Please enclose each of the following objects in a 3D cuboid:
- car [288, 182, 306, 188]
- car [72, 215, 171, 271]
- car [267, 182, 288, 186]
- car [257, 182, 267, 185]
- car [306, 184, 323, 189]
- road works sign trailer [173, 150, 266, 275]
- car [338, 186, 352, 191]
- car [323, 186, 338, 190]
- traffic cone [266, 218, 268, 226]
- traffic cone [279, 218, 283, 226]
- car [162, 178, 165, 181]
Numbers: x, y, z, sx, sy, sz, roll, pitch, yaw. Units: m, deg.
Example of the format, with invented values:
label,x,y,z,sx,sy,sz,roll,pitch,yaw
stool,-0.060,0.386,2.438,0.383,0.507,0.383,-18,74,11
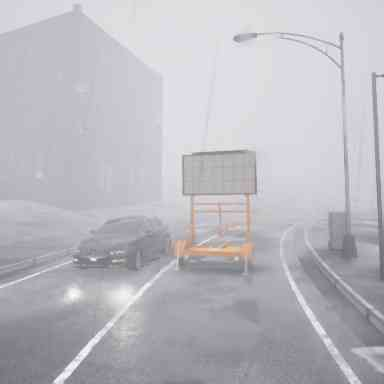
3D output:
label,x,y,z,sx,sy,sz,roll,pitch,yaw
car,22.942,-1.441,76.255,4.553,1.767,2.185,2,-5,-27
car,-2.125,1.581,11.302,1.837,1.490,4.892,-1,-1,13
car,18.030,-1.521,73.727,5.008,1.535,2.097,2,-5,-26
car,13.043,-1.677,71.299,4.674,1.452,2.002,2,-5,-25
car,27.973,-1.065,78.973,4.792,1.488,2.163,2,-5,-28
road works sign trailer,0.918,0.493,10.697,2.380,3.560,2.880,-1,0,18
car,37.421,-0.645,84.473,4.892,1.521,2.231,3,-5,-31
car,32.769,-0.834,81.695,4.674,1.452,2.002,3,-5,-30
traffic cone,5.143,2.081,23.036,0.340,0.580,0.340,-2,-1,17
traffic cone,6.098,2.049,22.751,0.340,0.580,0.340,-2,-1,17
car,-7.077,-2.465,62.410,4.553,1.767,2.185,2,-5,-24
